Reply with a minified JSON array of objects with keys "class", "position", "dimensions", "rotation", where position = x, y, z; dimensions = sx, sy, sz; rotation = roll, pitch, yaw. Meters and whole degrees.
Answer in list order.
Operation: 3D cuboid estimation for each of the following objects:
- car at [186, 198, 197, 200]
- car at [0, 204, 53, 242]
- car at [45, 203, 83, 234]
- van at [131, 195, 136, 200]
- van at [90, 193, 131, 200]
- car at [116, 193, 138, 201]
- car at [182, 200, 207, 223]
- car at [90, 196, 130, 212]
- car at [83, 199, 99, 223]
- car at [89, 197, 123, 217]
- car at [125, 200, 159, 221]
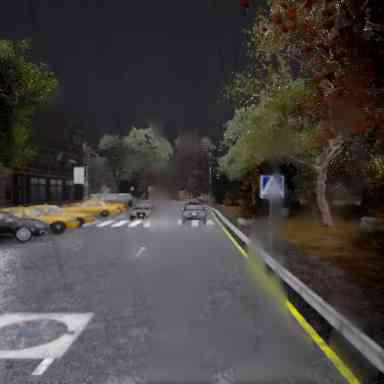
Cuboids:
[{"class":"car","position":[-0.086,1.476,43.050],"dimensions":[1.895,1.301,4.718],"rotation":[0,1,-4]},{"class":"car","position":[-9.134,1.500,15.023],"dimensions":[4.892,1.521,2.231],"rotation":[-1,0,-20]},{"class":"car","position":[-8.945,1.497,18.087],"dimensions":[5.366,1.575,1.946],"rotation":[-1,0,-20]},{"class":"van","position":[-9.278,1.184,38.988],"dimensions":[4.442,1.987,1.878],"rotation":[-1,1,-20]},{"class":"van","position":[-9.261,1.220,35.987],"dimensions":[4.442,1.987,1.878],"rotation":[-1,1,-20]},{"class":"car","position":[-13.351,1.002,68.029],"dimensions":[4.902,1.511,2.128],"rotation":[2,1,45]},{"class":"car","position":[0.185,1.573,25.501],"dimensions":[2.033,1.411,5.357],"rotation":[0,0,0]},{"class":"car","position":[-9.139,1.480,33.043],"dimensions":[5.008,1.535,2.097],"rotation":[-1,0,-20]},{"class":"car","position":[-8.942,1.501,21.088],"dimensions":[5.366,1.575,1.946],"rotation":[-1,0,-20]},{"class":"car","position":[-9.291,1.507,29.974],"dimensions":[5.366,1.575,1.946],"rotation":[-1,0,-20]},{"class":"car","position":[-3.899,1.592,27.484],"dimensions":[1.994,1.385,4.181],"rotation":[0,0,0]}]
